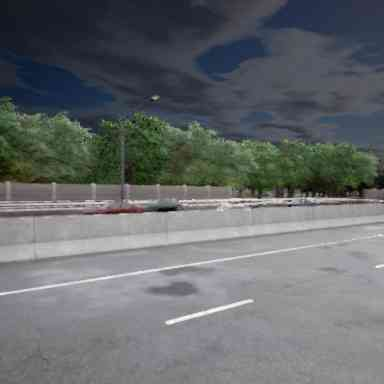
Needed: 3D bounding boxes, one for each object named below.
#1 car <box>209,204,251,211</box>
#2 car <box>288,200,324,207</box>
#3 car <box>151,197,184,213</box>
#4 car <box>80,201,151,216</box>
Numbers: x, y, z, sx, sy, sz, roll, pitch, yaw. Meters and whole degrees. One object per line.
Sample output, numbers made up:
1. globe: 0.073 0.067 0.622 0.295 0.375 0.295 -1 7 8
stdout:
1. car: 2.457 1.536 22.942 4.674 1.442 1.812 0 0 -35
2. car: 13.462 1.640 39.283 4.718 1.301 1.895 0 0 -35
3. car: -3.073 1.363 31.893 4.553 1.767 2.097 0 0 -35
4. car: -5.992 1.485 25.515 5.008 1.535 1.882 0 0 -35
